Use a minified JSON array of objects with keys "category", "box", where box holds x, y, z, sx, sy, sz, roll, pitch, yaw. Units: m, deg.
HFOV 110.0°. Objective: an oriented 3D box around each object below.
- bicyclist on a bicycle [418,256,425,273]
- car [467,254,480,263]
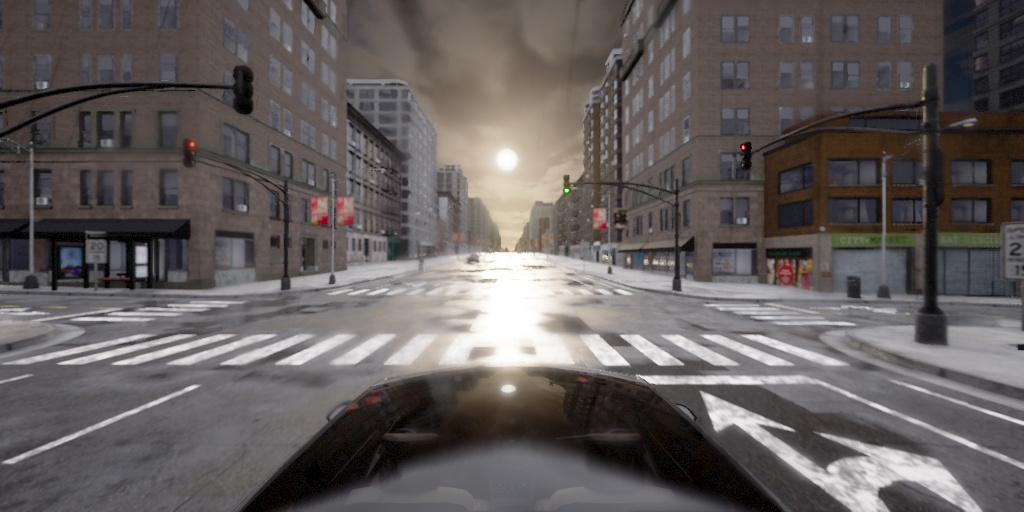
[{"category":"bicyclist on a bicycle","box":[-8.763,0.838,34.578,0.659,1.776,1.843,0,1,0]},{"category":"car","box":[-6.526,0.449,61.681,1.837,1.490,4.892,0,1,0]}]
